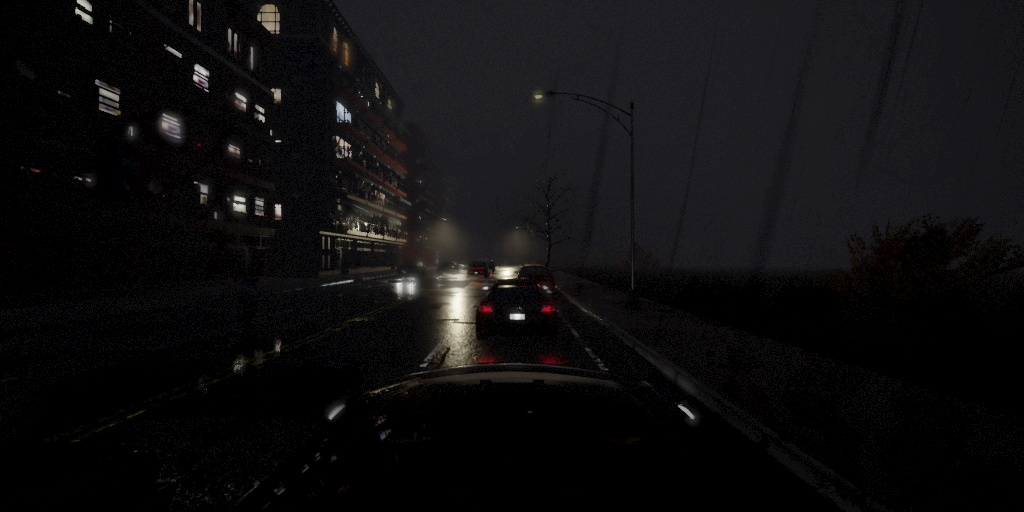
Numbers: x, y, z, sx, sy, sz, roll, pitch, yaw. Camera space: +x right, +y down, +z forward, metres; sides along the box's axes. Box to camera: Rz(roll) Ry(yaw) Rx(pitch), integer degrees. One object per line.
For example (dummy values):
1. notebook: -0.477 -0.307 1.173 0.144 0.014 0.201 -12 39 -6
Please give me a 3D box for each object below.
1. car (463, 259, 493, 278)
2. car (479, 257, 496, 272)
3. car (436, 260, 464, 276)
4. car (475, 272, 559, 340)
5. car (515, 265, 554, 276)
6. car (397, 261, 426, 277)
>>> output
1. car: -3.105 1.256 33.856 1.837 1.490 4.892 0 0 0
2. car: -3.090 1.243 45.031 2.128 1.511 4.902 0 0 0
3. car: -6.551 1.299 37.452 2.033 1.411 5.357 0 0 0
4. car: 0.113 1.315 9.957 1.994 1.385 4.181 0 0 0
5. car: 1.161 1.230 18.876 1.882 1.535 5.008 0 0 0
6. car: -9.805 1.243 35.243 2.128 1.511 4.902 0 0 0
